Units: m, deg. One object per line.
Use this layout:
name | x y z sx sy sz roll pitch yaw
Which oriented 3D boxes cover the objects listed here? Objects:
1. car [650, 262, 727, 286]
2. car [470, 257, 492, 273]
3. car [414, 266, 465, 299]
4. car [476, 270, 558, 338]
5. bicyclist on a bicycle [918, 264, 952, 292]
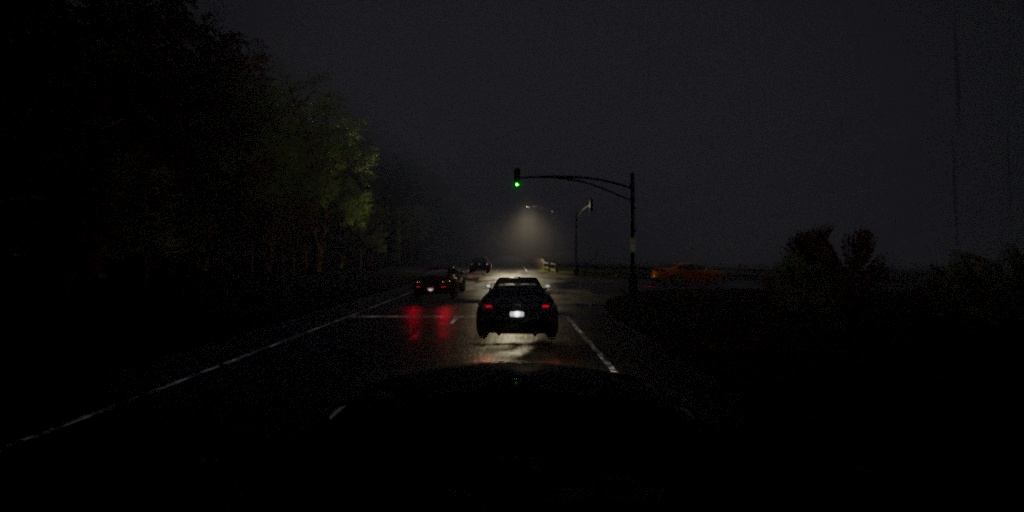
car | 12.003 1.201 24.377 5.008 1.535 1.882 1 -1 -8
car | -3.389 0.862 39.656 2.097 1.767 4.553 0 0 0
car | -3.397 1.179 17.259 1.812 1.442 4.674 0 1 0
car | 0.165 1.262 10.062 1.994 1.385 4.181 0 0 2
bicyclist on a bicycle | 24.306 1.286 20.627 0.582 1.620 1.656 1 0 0
